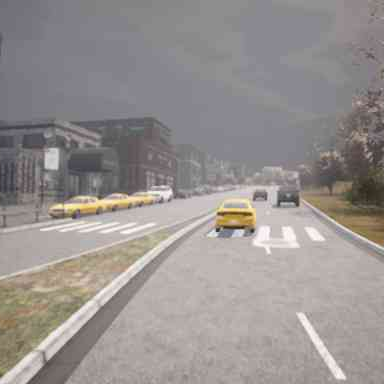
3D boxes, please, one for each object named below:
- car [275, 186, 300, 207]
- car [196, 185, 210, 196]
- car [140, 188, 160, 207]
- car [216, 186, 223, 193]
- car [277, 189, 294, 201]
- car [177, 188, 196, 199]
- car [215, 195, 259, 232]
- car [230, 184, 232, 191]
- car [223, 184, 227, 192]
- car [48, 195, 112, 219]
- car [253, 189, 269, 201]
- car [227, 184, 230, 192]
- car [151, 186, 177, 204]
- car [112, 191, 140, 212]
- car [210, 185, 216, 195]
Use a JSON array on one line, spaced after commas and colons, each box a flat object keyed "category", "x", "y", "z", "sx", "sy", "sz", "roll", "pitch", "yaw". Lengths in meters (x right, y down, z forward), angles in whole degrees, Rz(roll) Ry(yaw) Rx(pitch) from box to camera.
[{"category": "car", "x": 9.835, "y": 0.392, "z": 34.255, "sx": 2.150, "sy": 2.045, "sz": 5.566, "roll": 0, "pitch": 2, "yaw": 14}, {"category": "car", "x": 1.343, "y": -0.045, "z": 62.080, "sx": 2.231, "sy": 1.521, "sz": 4.892, "roll": 0, "pitch": 2, "yaw": 14}, {"category": "car", "x": -5.493, "y": 0.709, "z": 34.996, "sx": 1.946, "sy": 1.575, "sz": 5.366, "roll": 0, "pitch": 2, "yaw": 14}, {"category": "car", "x": 4.935, "y": -0.449, "z": 76.546, "sx": 2.231, "sy": 1.521, "sz": 4.892, "roll": 0, "pitch": 2, "yaw": 15}, {"category": "car", "x": 12.599, "y": 0.414, "z": 45.026, "sx": 2.033, "sy": 1.411, "sz": 5.357, "roll": 0, "pitch": 2, "yaw": 14}, {"category": "car", "x": -1.373, "y": 0.284, "z": 51.335, "sx": 2.163, "sy": 1.488, "sz": 4.792, "roll": 0, "pitch": 2, "yaw": 14}, {"category": "car", "x": 2.414, "y": 1.144, "z": 17.608, "sx": 1.882, "sy": 1.535, "sz": 5.008, "roll": 0, "pitch": 1, "yaw": 12}, {"category": "car", "x": 9.373, "y": -0.939, "z": 93.903, "sx": 1.946, "sy": 1.575, "sz": 5.366, "roll": 0, "pitch": 2, "yaw": 14}, {"category": "car", "x": 6.670, "y": -0.639, "z": 83.193, "sx": 1.946, "sy": 1.575, "sz": 5.366, "roll": 0, "pitch": 2, "yaw": 14}, {"category": "car", "x": -8.206, "y": 1.011, "z": 24.291, "sx": 1.946, "sy": 1.575, "sz": 5.366, "roll": 0, "pitch": 2, "yaw": 14}, {"category": "car", "x": 9.436, "y": 0.377, "z": 45.763, "sx": 1.837, "sy": 1.490, "sz": 4.892, "roll": 0, "pitch": 0, "yaw": 14}, {"category": "car", "x": 8.074, "y": -0.918, "z": 88.755, "sx": 2.185, "sy": 1.767, "sz": 4.553, "roll": 0, "pitch": 2, "yaw": 14}, {"category": "car", "x": -4.072, "y": 0.303, "z": 40.619, "sx": 2.435, "sy": 2.045, "sz": 5.566, "roll": 0, "pitch": 2, "yaw": 14}, {"category": "car", "x": -6.845, "y": 0.859, "z": 29.641, "sx": 1.946, "sy": 1.575, "sz": 5.366, "roll": 0, "pitch": 2, "yaw": 14}, {"category": "car", "x": 2.683, "y": -0.446, "z": 67.395, "sx": 2.435, "sy": 2.045, "sz": 5.566, "roll": 0, "pitch": 2, "yaw": 14}]
